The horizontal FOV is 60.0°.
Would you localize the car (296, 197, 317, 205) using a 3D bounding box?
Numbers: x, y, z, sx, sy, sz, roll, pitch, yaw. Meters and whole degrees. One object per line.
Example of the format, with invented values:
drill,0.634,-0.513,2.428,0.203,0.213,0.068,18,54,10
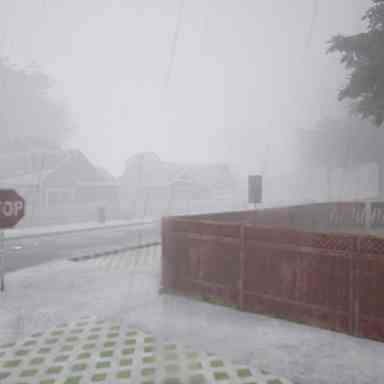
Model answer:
car,15.779,1.402,45.599,1.837,1.490,4.892,0,0,36
